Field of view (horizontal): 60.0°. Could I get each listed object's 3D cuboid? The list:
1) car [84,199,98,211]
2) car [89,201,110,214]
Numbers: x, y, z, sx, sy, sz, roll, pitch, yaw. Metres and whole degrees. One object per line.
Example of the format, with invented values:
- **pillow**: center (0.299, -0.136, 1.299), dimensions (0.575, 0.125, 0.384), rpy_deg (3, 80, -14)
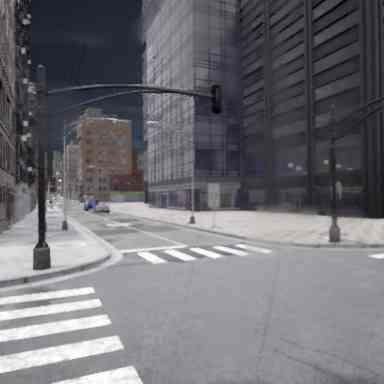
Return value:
- **car**: center (-17.538, 2.299, 58.364), dimensions (2.150, 2.045, 5.566), rpy_deg (0, -1, -24)
- **car**: center (-13.333, 2.460, 48.842), dimensions (2.033, 1.411, 5.357), rpy_deg (0, -1, -23)
